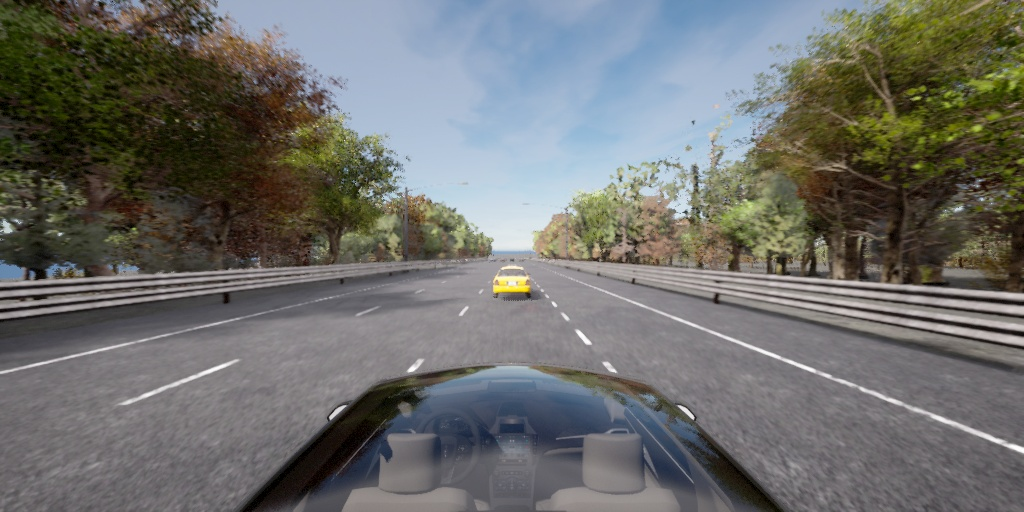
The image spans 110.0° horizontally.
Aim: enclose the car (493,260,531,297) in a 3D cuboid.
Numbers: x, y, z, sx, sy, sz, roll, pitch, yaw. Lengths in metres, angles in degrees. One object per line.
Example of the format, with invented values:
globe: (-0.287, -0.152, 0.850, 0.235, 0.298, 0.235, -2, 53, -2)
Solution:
car: (0.010, 1.198, 18.710, 1.801, 1.575, 5.366, 0, 0, 0)
